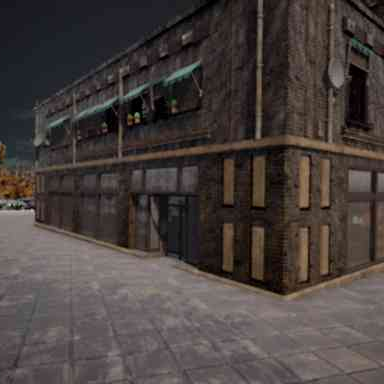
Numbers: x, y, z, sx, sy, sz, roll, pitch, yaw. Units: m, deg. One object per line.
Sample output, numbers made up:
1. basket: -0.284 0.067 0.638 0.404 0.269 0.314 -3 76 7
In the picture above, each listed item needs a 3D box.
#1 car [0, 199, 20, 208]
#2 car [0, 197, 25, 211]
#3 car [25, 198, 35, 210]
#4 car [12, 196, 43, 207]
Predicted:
1. car: -34.898 2.099 61.765 5.366 1.575 1.946 1 -1 21
2. car: -26.648 1.795 46.956 4.553 1.767 2.185 1 -2 21
3. car: -25.675 2.059 49.560 4.792 1.488 2.163 1 -2 21
4. car: -33.133 1.989 67.065 5.566 2.045 2.435 1 -1 21
